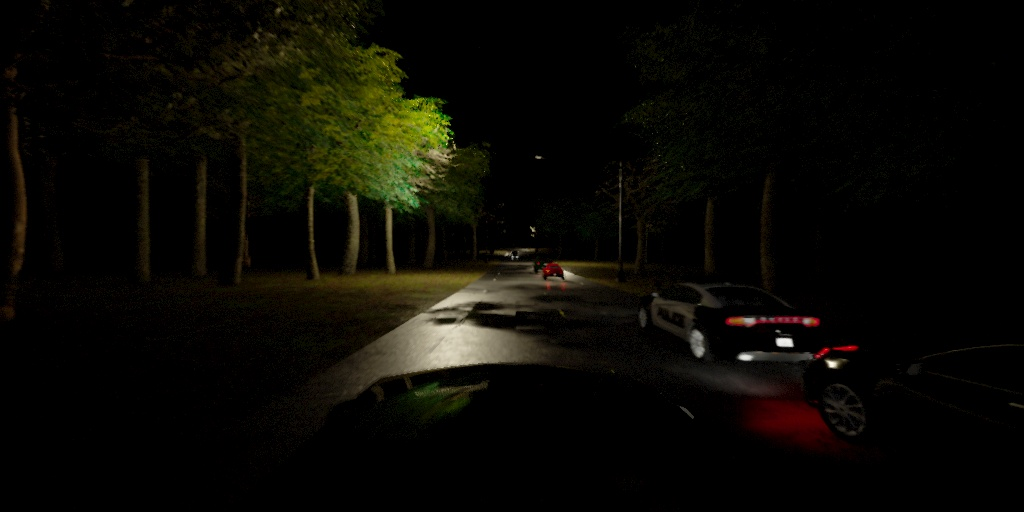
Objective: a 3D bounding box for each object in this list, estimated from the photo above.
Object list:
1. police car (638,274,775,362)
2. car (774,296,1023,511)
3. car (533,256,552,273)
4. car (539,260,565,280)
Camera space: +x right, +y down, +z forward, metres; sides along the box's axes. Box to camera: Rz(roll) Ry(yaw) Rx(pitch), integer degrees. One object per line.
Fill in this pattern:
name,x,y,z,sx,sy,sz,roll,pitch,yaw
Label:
police car,4.584,1.262,8.590,1.930,1.638,5.238,1,0,0
car,4.535,1.303,2.478,1.837,1.490,4.892,1,0,0
car,3.822,0.996,44.367,2.150,2.045,5.566,1,1,1
car,3.783,1.407,33.613,1.812,1.442,4.674,1,0,1
